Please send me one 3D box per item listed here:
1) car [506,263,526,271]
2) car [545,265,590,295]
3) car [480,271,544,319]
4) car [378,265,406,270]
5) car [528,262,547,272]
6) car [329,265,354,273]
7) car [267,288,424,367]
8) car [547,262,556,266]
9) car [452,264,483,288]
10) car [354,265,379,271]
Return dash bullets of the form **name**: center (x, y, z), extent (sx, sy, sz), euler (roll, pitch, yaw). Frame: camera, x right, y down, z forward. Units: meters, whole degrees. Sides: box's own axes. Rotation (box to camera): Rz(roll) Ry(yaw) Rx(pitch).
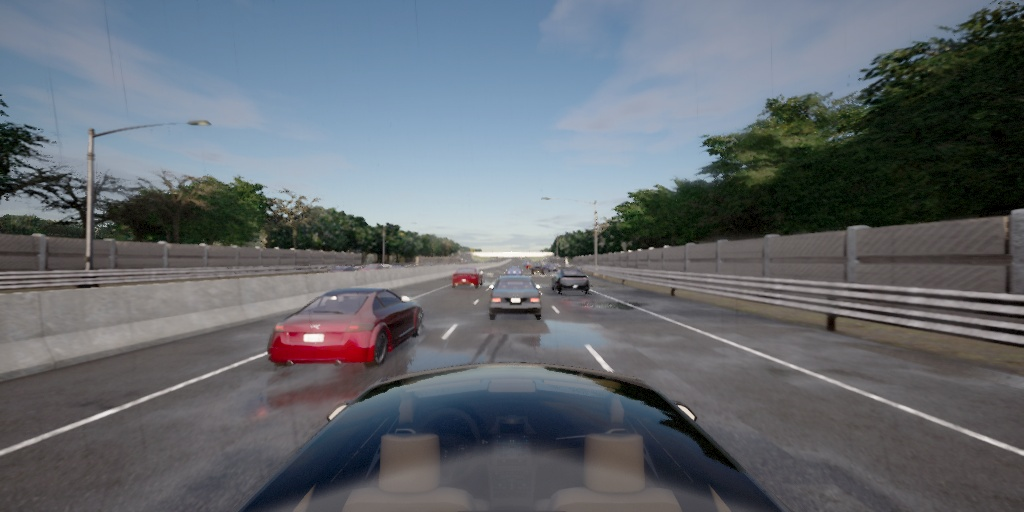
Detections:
- **car**: center (0.275, 1.849, 40.987), extent (2.033, 1.411, 5.357), euler (0, -1, 0)
- **car**: center (3.553, 1.524, 22.449), extent (2.128, 1.511, 4.902), euler (0, -1, 0)
- **car**: center (0.120, 1.464, 13.693), extent (2.033, 1.411, 5.357), euler (0, -1, 0)
- **car**: center (-13.894, 1.881, 43.383), extent (2.033, 1.411, 5.357), euler (0, -1, 1)
- **car**: center (3.816, 1.998, 55.178), extent (1.837, 1.490, 4.892), euler (0, -1, 1)
- **car**: center (-20.873, 1.912, 44.384), extent (1.994, 1.385, 4.181), euler (0, -1, 1)
- **car**: center (-3.391, 1.403, 8.149), extent (1.994, 1.385, 4.181), euler (0, -1, 0)
- **car**: center (7.264, 2.180, 62.789), extent (2.033, 1.411, 5.357), euler (0, -1, 3)
- **car**: center (-3.319, 1.587, 27.450), extent (1.882, 1.535, 5.008), euler (0, -1, 0)
- **car**: center (-17.373, 1.832, 44.807), extent (1.882, 1.535, 5.008), euler (0, -1, 1)
